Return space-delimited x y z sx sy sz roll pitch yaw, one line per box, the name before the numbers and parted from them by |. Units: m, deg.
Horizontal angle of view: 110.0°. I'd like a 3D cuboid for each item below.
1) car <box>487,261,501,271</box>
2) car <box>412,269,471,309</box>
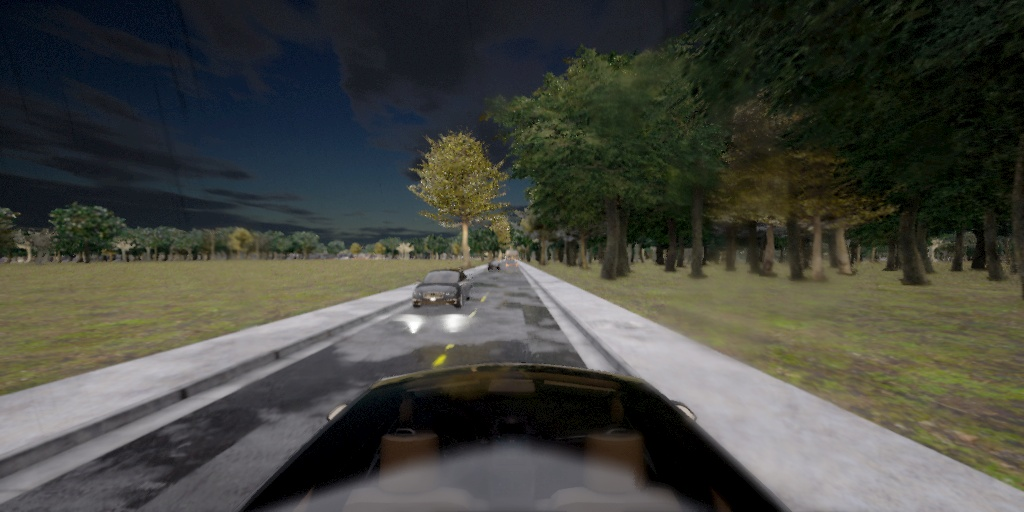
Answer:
car | -2.807 1.463 55.951 1.882 1.535 5.008 0 0 0
car | -2.849 1.316 15.354 1.837 1.490 4.892 0 0 0
